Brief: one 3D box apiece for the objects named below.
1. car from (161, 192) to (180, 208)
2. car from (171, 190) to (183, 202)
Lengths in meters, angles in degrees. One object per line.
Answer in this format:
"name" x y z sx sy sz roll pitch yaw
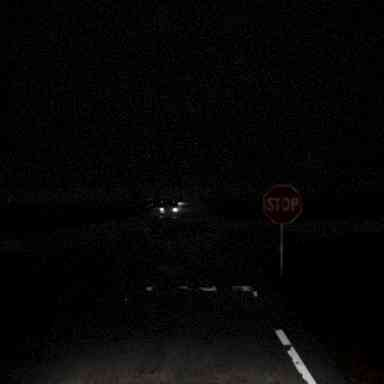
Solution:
"car" -2.835 1.118 41.745 1.882 1.535 5.008 0 0 0
"car" -2.788 0.751 58.219 2.150 2.045 5.566 0 0 1
